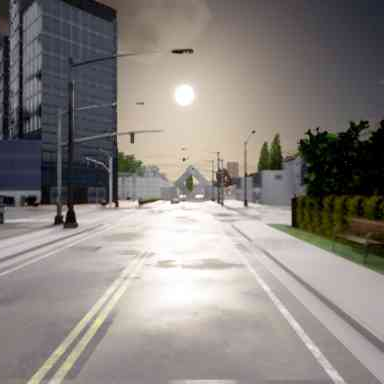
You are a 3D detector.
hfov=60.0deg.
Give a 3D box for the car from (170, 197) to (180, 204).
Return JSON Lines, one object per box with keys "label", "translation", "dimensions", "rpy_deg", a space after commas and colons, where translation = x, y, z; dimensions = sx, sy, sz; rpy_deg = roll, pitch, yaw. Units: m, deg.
{"label": "car", "translation": [-3.490, 1.816, 69.239], "dimensions": [2.033, 1.411, 5.357], "rpy_deg": [0, 0, 0]}
